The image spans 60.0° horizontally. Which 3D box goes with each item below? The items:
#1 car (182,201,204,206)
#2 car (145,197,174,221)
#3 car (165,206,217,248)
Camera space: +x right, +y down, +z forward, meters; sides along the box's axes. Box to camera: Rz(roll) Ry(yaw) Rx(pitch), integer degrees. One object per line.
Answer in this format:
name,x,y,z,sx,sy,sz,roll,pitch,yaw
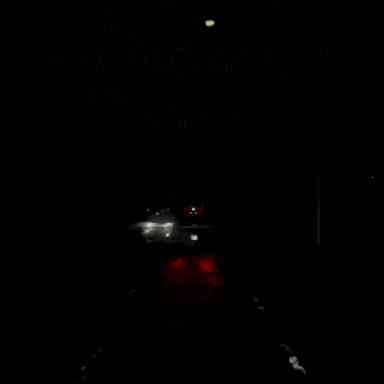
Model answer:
car,0.109,1.624,32.327,2.097,1.767,4.553,0,-1,0
car,-2.839,1.473,30.175,2.150,2.045,5.566,0,0,0
car,0.100,1.618,15.536,2.128,1.511,4.902,0,0,0
